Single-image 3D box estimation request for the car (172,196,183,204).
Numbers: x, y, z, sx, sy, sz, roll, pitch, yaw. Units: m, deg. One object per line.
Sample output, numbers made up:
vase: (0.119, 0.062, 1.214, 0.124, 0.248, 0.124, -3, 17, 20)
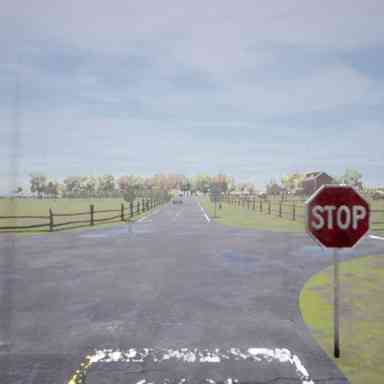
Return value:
car: (-2.824, 1.580, 65.392, 1.812, 1.442, 4.674, 0, 0, 0)
